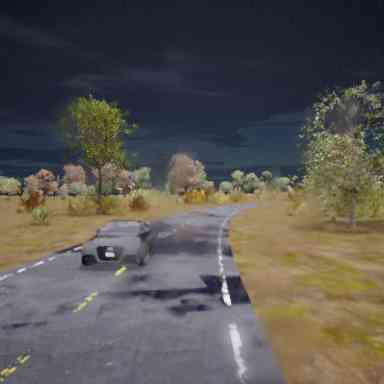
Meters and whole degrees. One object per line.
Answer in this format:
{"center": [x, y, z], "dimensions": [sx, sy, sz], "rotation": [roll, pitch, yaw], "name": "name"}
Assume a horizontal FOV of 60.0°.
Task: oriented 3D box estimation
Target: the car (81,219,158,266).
{"center": [-2.401, 1.694, 11.902], "dimensions": [1.994, 1.385, 4.181], "rotation": [0, -1, 1], "name": "car"}
